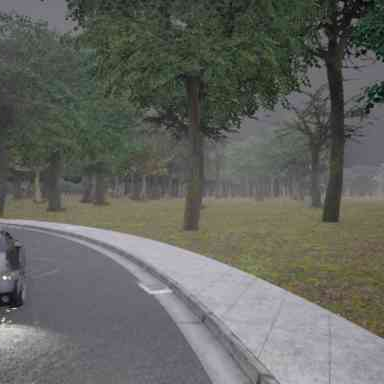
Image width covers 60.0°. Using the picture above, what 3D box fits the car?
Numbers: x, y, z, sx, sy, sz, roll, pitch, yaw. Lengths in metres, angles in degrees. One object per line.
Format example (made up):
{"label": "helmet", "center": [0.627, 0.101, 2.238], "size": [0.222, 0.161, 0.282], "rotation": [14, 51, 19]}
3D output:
{"label": "car", "center": [-4.751, 1.545, 7.288], "size": [1.994, 1.385, 4.181], "rotation": [1, 0, -26]}
